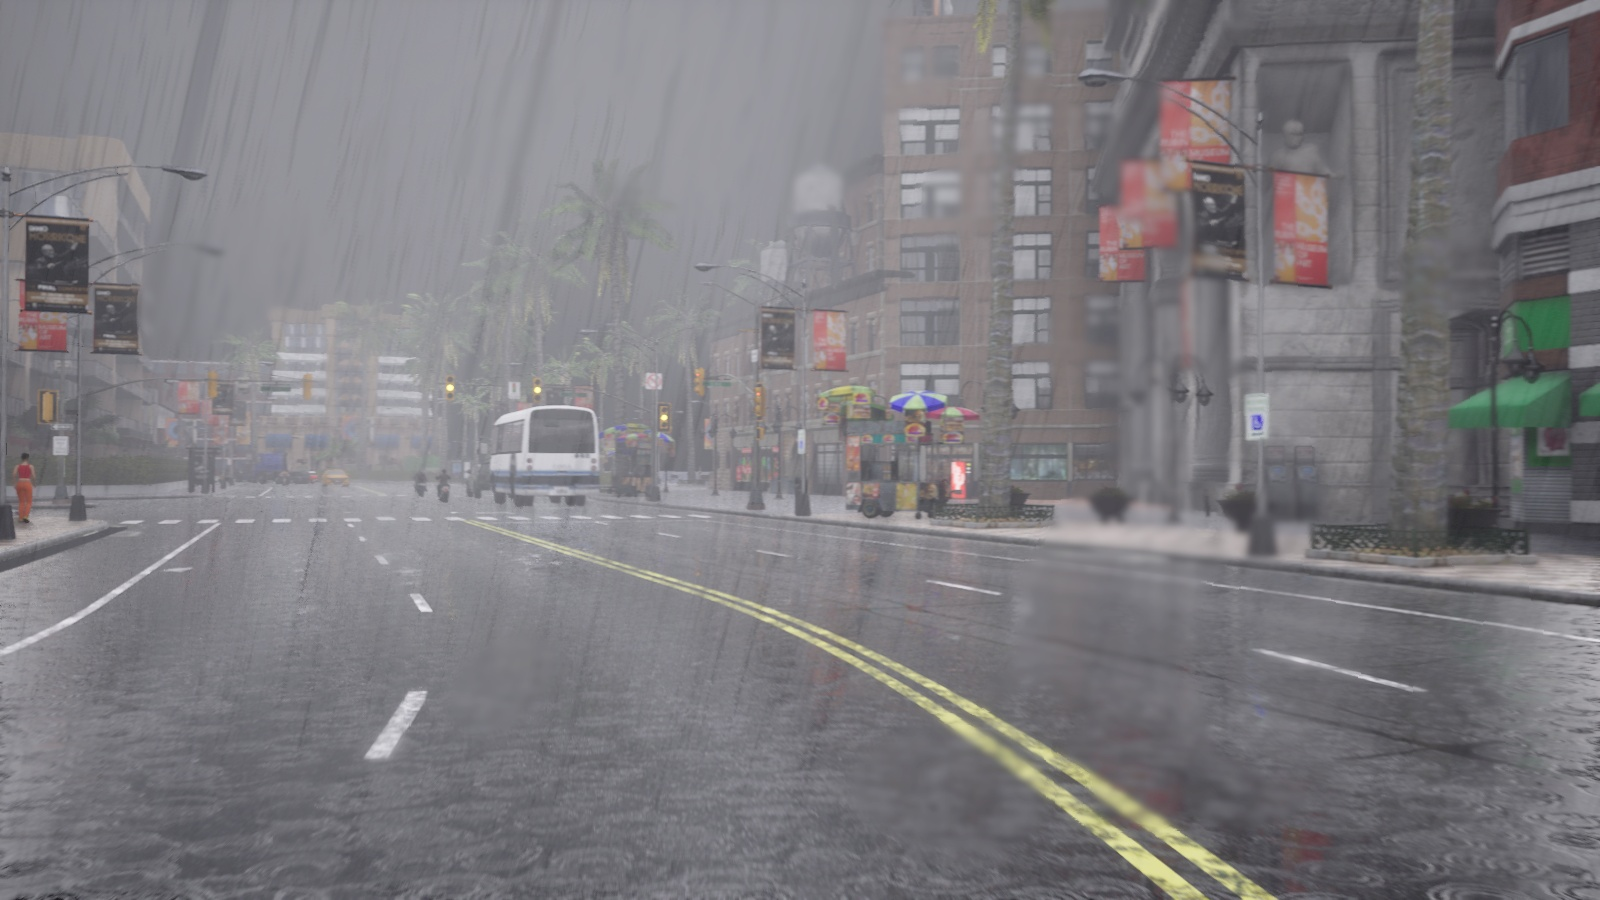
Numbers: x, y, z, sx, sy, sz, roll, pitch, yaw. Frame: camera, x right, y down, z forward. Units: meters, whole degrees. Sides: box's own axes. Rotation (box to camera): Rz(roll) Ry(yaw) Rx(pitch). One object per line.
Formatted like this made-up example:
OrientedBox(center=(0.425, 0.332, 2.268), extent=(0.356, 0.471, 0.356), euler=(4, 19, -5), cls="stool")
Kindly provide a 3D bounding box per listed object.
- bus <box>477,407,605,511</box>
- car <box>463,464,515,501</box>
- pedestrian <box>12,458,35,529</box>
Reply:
OrientedBox(center=(-11.997, 0.456, 57.156), extent=(3.944, 4.253, 10.273), euler=(0, -1, -22), cls="bus")
OrientedBox(center=(-17.753, 1.821, 71.510), extent=(2.150, 2.045, 5.566), euler=(0, -1, -22), cls="car")
OrientedBox(center=(-20.285, 1.124, 32.816), extent=(0.345, 1.836, 0.594), euler=(0, -1, -16), cls="pedestrian")
